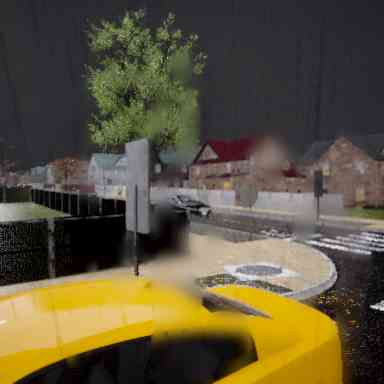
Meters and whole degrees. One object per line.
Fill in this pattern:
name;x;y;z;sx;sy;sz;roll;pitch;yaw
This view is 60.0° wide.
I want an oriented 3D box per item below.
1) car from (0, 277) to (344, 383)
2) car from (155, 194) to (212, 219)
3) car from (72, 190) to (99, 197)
car;-0.994;1.484;2.240;5.008;1.535;1.882;0;0;-36
car;-0.644;0.927;21.850;2.128;1.511;4.902;0;2;-35
car;-12.440;0.414;38.714;1.895;1.301;4.718;0;2;-35
